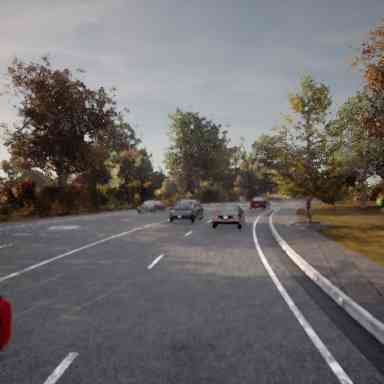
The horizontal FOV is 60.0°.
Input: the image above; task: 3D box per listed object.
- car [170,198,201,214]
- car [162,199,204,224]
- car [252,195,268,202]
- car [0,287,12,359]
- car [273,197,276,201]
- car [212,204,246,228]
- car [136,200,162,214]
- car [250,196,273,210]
[{"bbox_3d":[-0.675,1.538,37.490,1.882,1.535,5.008,-1,0,19],"label":"car"},{"bbox_3d":[-0.332,1.499,25.230,2.128,1.511,4.902,-1,0,13],"label":"car"},{"bbox_3d":[15.265,1.502,74.749,1.994,1.385,4.181,-2,-1,37],"label":"car"},{"bbox_3d":[-3.297,1.215,1.663,2.150,2.045,5.566,0,0,1],"label":"car"},{"bbox_3d":[18.618,1.040,73.388,2.097,1.767,4.553,-2,-1,37],"label":"car"},{"bbox_3d":[2.481,1.526,21.928,2.033,1.411,5.357,-1,0,12],"label":"car"},{"bbox_3d":[-4.480,1.638,37.147,1.812,1.442,4.674,-1,0,18],"label":"car"},{"bbox_3d":[8.602,1.396,41.867,1.882,1.535,5.008,-1,0,22],"label":"car"}]
